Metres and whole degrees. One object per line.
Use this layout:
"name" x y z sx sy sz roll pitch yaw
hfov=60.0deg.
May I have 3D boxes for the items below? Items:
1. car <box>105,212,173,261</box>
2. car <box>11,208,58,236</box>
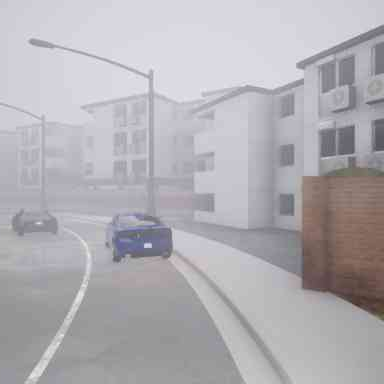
"car" -2.142 1.477 12.425 1.882 1.535 5.008 0 0 -19
"car" -8.953 1.564 18.811 1.994 1.385 4.181 0 0 -32
